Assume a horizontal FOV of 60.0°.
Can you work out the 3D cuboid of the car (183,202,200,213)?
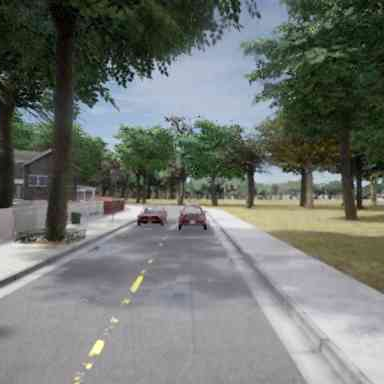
[{"bbox_3d":[-0.083,1.902,41.947,1.895,1.301,4.718,0,0,-3],"label":"car"}]

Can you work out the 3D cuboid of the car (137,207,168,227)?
[{"bbox_3d":[-2.832,1.772,24.461,1.895,1.301,4.718,0,0,0],"label":"car"}]

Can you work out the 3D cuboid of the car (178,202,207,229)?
[{"bbox_3d":[0.051,1.683,22.626,1.812,1.442,4.674,0,0,0],"label":"car"}]
